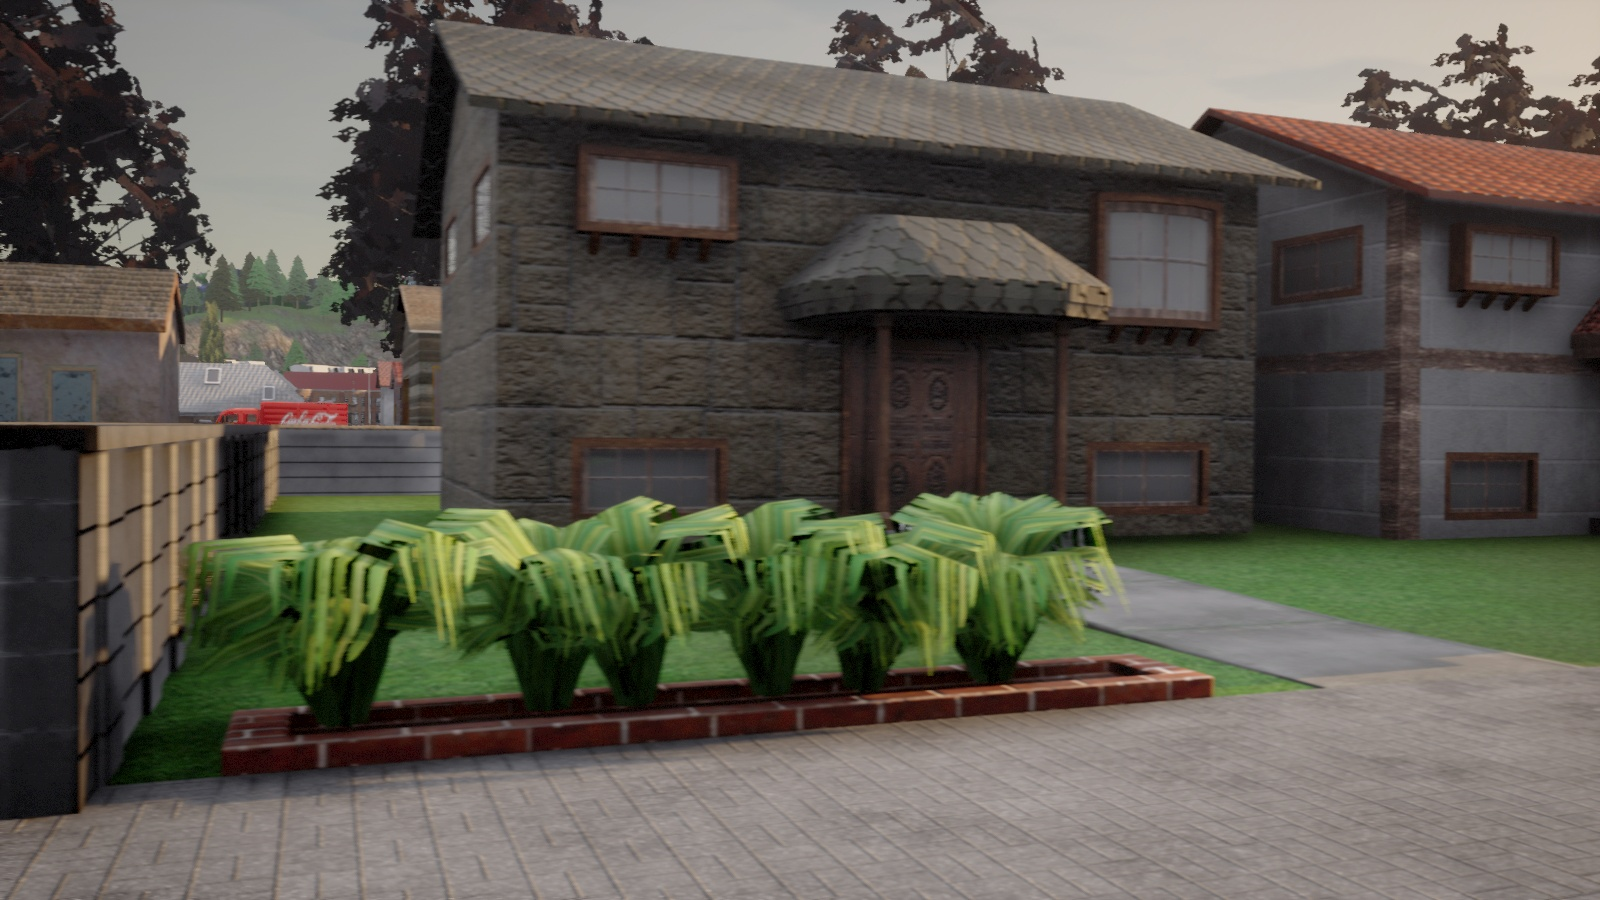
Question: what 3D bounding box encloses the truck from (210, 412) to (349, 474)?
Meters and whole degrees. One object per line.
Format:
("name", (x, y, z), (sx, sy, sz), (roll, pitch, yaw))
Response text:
("truck", (-21.766, -0.312, 52.738), (5.204, 2.467, 2.627), (-1, 1, -21))
